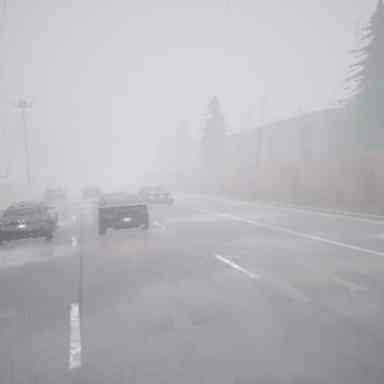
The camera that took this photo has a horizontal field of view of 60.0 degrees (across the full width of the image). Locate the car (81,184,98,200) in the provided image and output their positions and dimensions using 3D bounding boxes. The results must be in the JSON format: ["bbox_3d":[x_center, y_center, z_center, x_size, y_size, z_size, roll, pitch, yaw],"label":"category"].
[{"bbox_3d":[-10.555,-0.063,34.942,1.812,1.442,4.674,-4,4,-19],"label":"car"}]

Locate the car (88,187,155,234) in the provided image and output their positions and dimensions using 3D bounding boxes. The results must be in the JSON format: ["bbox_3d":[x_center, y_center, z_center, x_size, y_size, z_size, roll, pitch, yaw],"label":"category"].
[{"bbox_3d":[-3.211,0.748,14.384,1.882,1.535,5.008,-4,4,-19],"label":"car"}]

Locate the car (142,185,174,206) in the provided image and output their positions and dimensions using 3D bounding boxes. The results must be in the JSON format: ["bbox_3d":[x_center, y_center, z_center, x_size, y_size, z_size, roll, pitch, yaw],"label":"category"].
[{"bbox_3d":[-2.811,0.242,23.652,2.033,1.411,5.357,-4,4,-19],"label":"car"}]

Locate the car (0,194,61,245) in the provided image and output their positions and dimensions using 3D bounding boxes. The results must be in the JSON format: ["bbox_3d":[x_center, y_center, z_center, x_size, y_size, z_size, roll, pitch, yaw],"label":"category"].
[{"bbox_3d":[-6.527,1.068,13.303,1.994,1.385,4.181,-4,4,-19],"label":"car"}]

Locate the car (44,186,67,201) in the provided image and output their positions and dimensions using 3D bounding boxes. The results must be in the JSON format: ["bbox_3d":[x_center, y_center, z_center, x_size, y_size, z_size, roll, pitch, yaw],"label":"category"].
[{"bbox_3d":[-13.714,0.158,33.391,2.128,1.511,4.902,-4,4,-19],"label":"car"}]
